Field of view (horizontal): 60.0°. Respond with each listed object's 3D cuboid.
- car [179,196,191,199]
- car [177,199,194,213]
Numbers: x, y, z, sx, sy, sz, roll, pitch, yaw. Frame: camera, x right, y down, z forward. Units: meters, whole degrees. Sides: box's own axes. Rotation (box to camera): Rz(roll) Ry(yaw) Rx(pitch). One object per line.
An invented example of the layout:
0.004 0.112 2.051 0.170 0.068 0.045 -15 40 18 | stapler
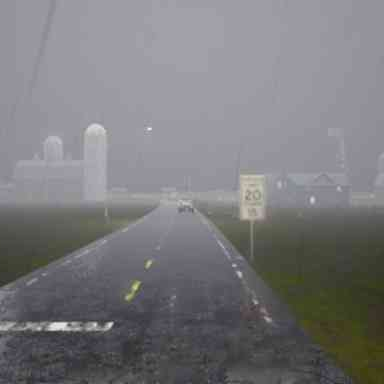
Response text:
-1.112 1.700 51.807 2.150 2.045 5.566 0 -1 -3 | car
-0.690 1.905 41.755 1.812 1.442 4.674 0 -1 -2 | car
